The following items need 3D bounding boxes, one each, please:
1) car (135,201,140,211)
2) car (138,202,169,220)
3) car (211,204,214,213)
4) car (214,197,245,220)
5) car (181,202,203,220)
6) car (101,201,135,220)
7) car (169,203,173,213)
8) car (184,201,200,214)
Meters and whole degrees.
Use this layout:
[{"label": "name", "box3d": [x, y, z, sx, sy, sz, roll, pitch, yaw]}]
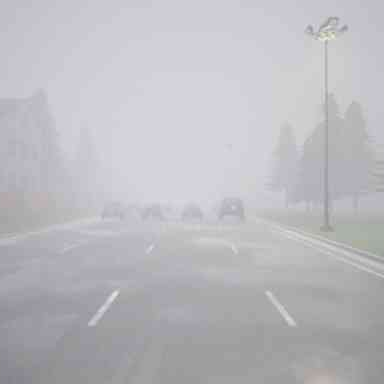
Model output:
[{"label": "car", "box3d": [-6.970, 1.893, 41.936, 1.812, 1.442, 4.674, 0, 0, 0]}, {"label": "car", "box3d": [-3.485, 1.775, 30.752, 1.837, 1.490, 4.892, 0, -1, 0]}, {"label": "car", "box3d": [3.531, 1.893, 41.933, 1.812, 1.442, 4.674, 0, 0, 0]}, {"label": "car", "box3d": [3.515, 1.491, 30.781, 2.150, 2.045, 5.566, 0, -1, 0]}, {"label": "car", "box3d": [0.015, 1.761, 30.751, 2.128, 1.511, 4.902, 0, 0, 0]}, {"label": "car", "box3d": [-6.985, 1.626, 31.140, 2.097, 1.767, 4.553, 0, -1, 0]}, {"label": "car", "box3d": [-3.470, 1.969, 41.980, 1.895, 1.301, 4.718, 0, 0, 0]}, {"label": "car", "box3d": [0.030, 1.932, 41.937, 1.994, 1.385, 4.181, 0, 0, 0]}]
